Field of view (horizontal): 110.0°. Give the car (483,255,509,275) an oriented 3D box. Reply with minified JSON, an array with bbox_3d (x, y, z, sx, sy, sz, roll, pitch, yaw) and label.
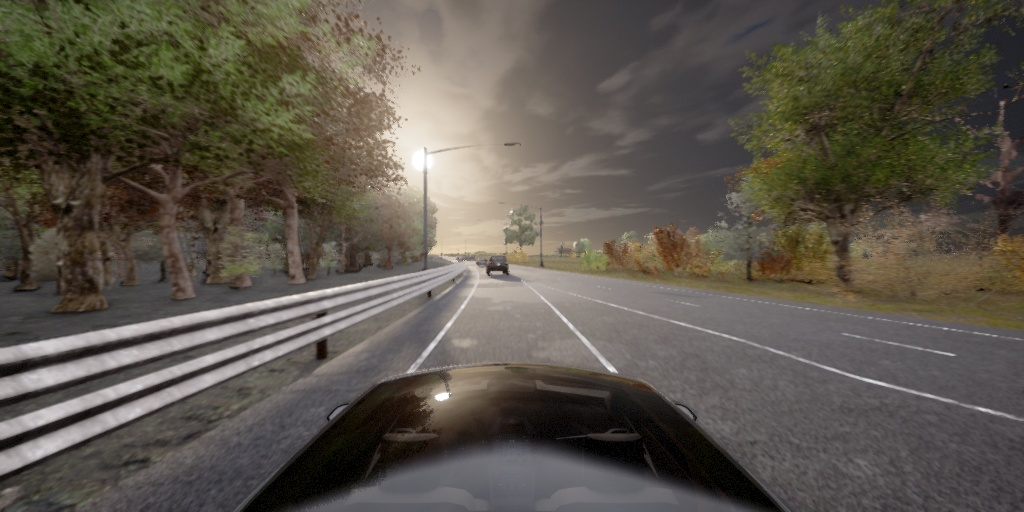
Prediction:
[{"bbox_3d":[-1.632,0.942,38.056,2.150,2.045,5.566,0,0,-6],"label":"car"}]
